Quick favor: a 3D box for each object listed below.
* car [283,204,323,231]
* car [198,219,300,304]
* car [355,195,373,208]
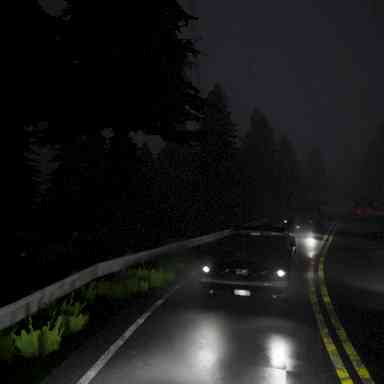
[{"bbox_3d":[6.814,1.459,20.147,2.033,1.411,5.357,-2,0,26],"label":"car"},{"bbox_3d":[1.639,1.599,8.439,1.895,1.301,4.718,-1,0,18],"label":"car"},{"bbox_3d":[20.811,1.057,40.176,2.128,1.511,4.902,-2,0,28],"label":"car"}]
